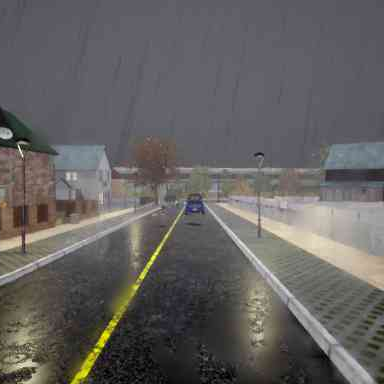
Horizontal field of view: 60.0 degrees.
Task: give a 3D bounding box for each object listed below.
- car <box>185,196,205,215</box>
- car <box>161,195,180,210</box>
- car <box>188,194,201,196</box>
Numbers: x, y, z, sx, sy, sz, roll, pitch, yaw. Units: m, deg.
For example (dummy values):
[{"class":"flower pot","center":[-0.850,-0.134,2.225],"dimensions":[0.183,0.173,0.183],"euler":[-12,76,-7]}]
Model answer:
[{"class":"car","center":[0.292,1.469,33.734],"dimensions":[1.882,1.535,5.008],"euler":[0,0,0]},{"class":"car","center":[-2.519,1.157,40.331],"dimensions":[2.097,1.767,4.553],"euler":[0,0,0]},{"class":"car","center":[0.350,1.221,44.268],"dimensions":[2.150,2.045,5.566],"euler":[0,0,0]}]
